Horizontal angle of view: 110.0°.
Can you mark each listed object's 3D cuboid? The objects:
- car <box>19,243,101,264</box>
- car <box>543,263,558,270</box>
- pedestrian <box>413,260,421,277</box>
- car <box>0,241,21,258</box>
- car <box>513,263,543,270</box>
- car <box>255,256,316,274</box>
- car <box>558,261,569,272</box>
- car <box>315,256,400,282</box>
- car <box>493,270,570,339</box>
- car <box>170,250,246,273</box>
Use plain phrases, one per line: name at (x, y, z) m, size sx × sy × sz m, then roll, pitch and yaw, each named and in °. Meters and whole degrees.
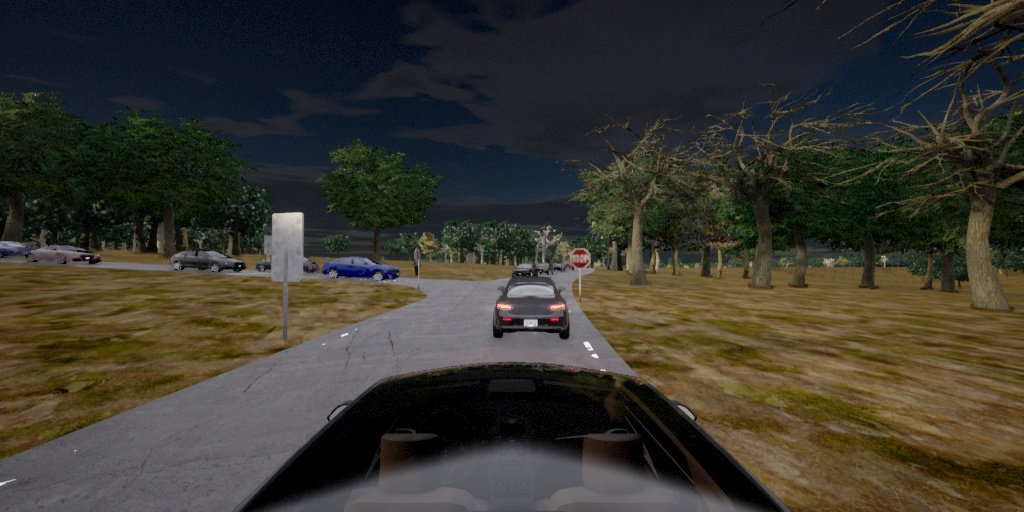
car at (-33.511, -0.098, 26.890) m, size 4.181 × 1.385 × 1.994 m, roll 2°, pitch -2°, yaw 7°
car at (4.183, 1.639, 45.925) m, size 1.837 × 1.490 × 4.892 m, roll 0°, pitch -1°, yaw 17°
pedestrian at (-8.021, 0.849, 30.159) m, size 0.375 × 1.860 × 0.375 m, roll 0°, pitch -4°, yaw 7°
car at (-44.466, -0.551, 31.386) m, size 4.674 × 1.442 × 1.812 m, roll 3°, pitch -1°, yaw 7°
car at (1.454, 1.456, 36.268) m, size 1.882 × 1.535 × 5.008 m, roll 0°, pitch -1°, yaw 16°
car at (-17.565, 0.615, 28.097) m, size 4.674 × 1.442 × 1.812 m, roll 2°, pitch -1°, yaw 8°
car at (7.154, 1.898, 55.784) m, size 1.895 × 1.301 × 4.718 m, roll 0°, pitch -1°, yaw 16°
car at (-10.046, 0.832, 24.065) m, size 5.008 × 1.535 × 1.882 m, roll 3°, pitch -1°, yaw 6°
car at (0.538, 1.281, 10.018) m, size 1.812 × 1.442 × 4.674 m, roll 0°, pitch 0°, yaw 3°
car at (-21.471, 0.368, 25.405) m, size 4.892 × 1.490 × 1.837 m, roll 2°, pitch -1°, yaw 7°
